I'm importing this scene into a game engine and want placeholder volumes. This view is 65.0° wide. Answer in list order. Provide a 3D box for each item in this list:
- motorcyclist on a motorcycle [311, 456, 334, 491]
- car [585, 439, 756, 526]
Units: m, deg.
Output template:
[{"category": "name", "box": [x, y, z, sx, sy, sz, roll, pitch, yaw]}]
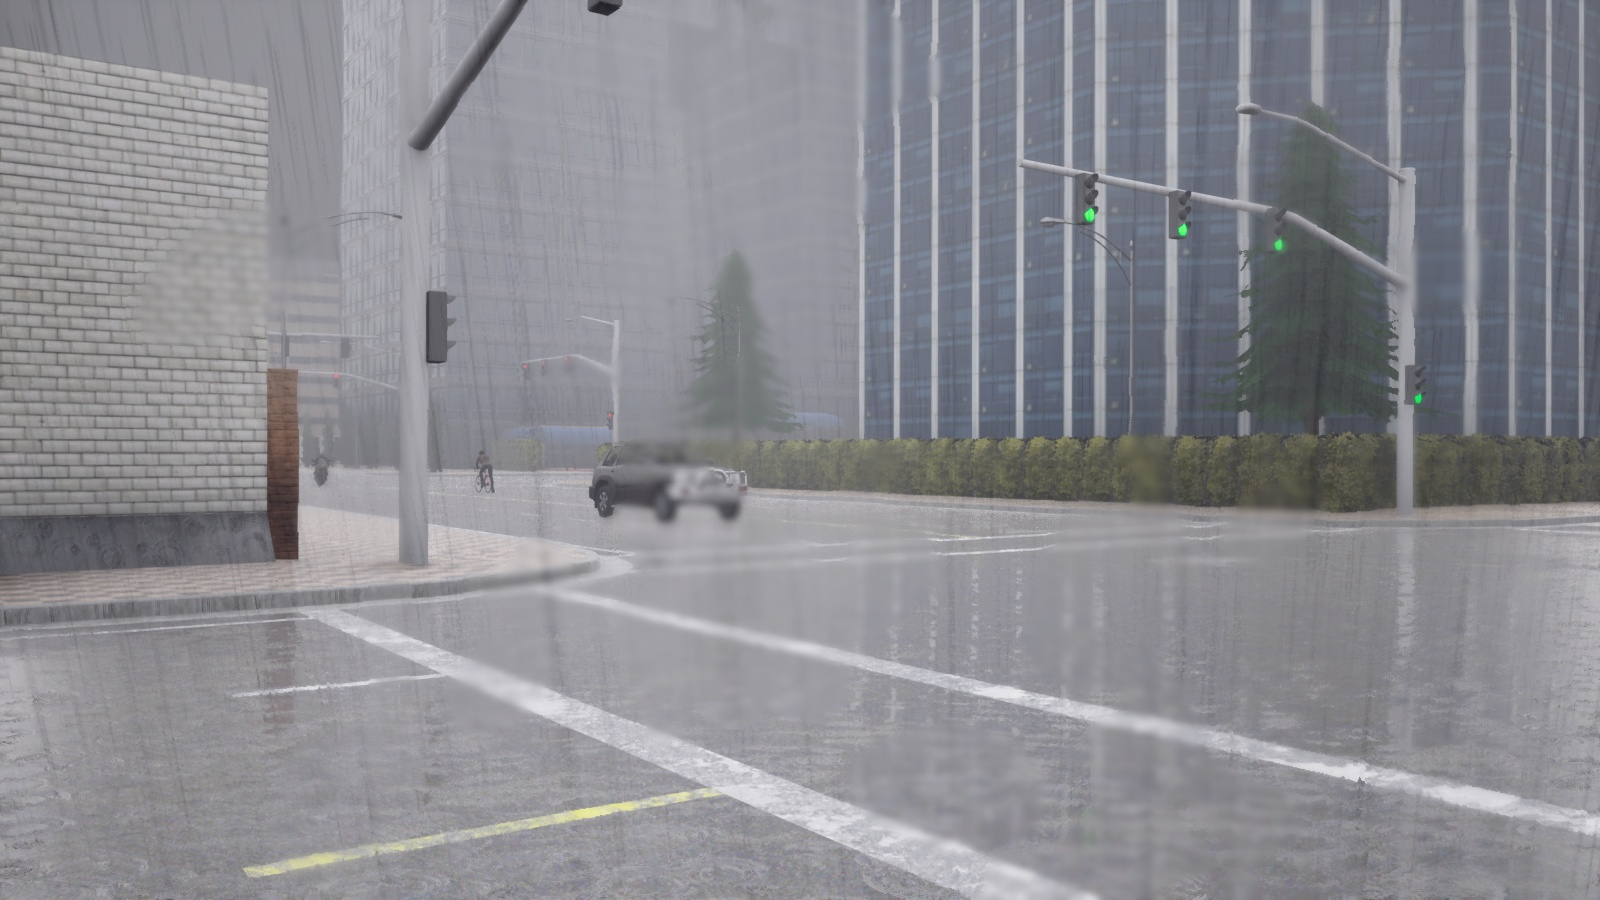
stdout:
[{"category": "motorcyclist on a motorcycle", "box": [-21.081, 1.016, 55.441, 0.866, 1.530, 2.191, 1, 0, -22]}, {"category": "car", "box": [-3.097, 0.695, 29.092, 1.932, 1.855, 4.605, 0, 0, -35]}]
